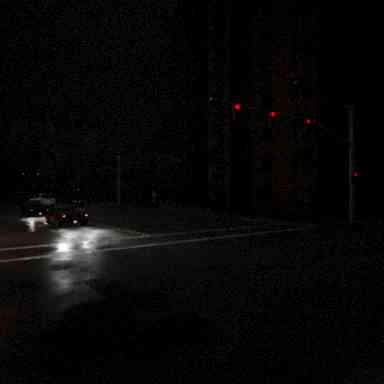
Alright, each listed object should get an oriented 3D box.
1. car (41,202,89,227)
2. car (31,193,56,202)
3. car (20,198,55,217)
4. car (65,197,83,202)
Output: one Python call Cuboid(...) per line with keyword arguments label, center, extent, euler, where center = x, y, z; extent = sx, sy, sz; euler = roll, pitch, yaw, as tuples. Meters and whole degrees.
Cuboid(label="car", center=(-8.687, 1.587, 22.895), extent=(1.895, 1.301, 4.718), euler=(0, 0, -36))
Cuboid(label="car", center=(-19.866, 1.199, 44.216), extent=(2.150, 2.045, 5.566), euler=(0, 0, -39))
Cuboid(label="car", center=(-14.955, 1.534, 31.519), extent=(2.033, 1.411, 5.357), euler=(0, 0, -36))
Cuboid(label="car", center=(-16.420, 1.460, 46.236), extent=(2.128, 1.511, 4.902), euler=(0, 0, -31))
